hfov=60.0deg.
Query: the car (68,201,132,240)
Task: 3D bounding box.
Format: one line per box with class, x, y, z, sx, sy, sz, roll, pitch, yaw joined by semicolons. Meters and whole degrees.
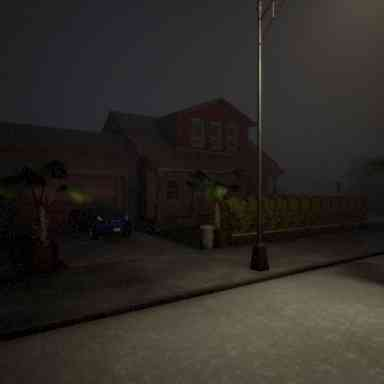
car;-4.076;1.173;14.561;1.845;1.501;3.633;0;0;-38
